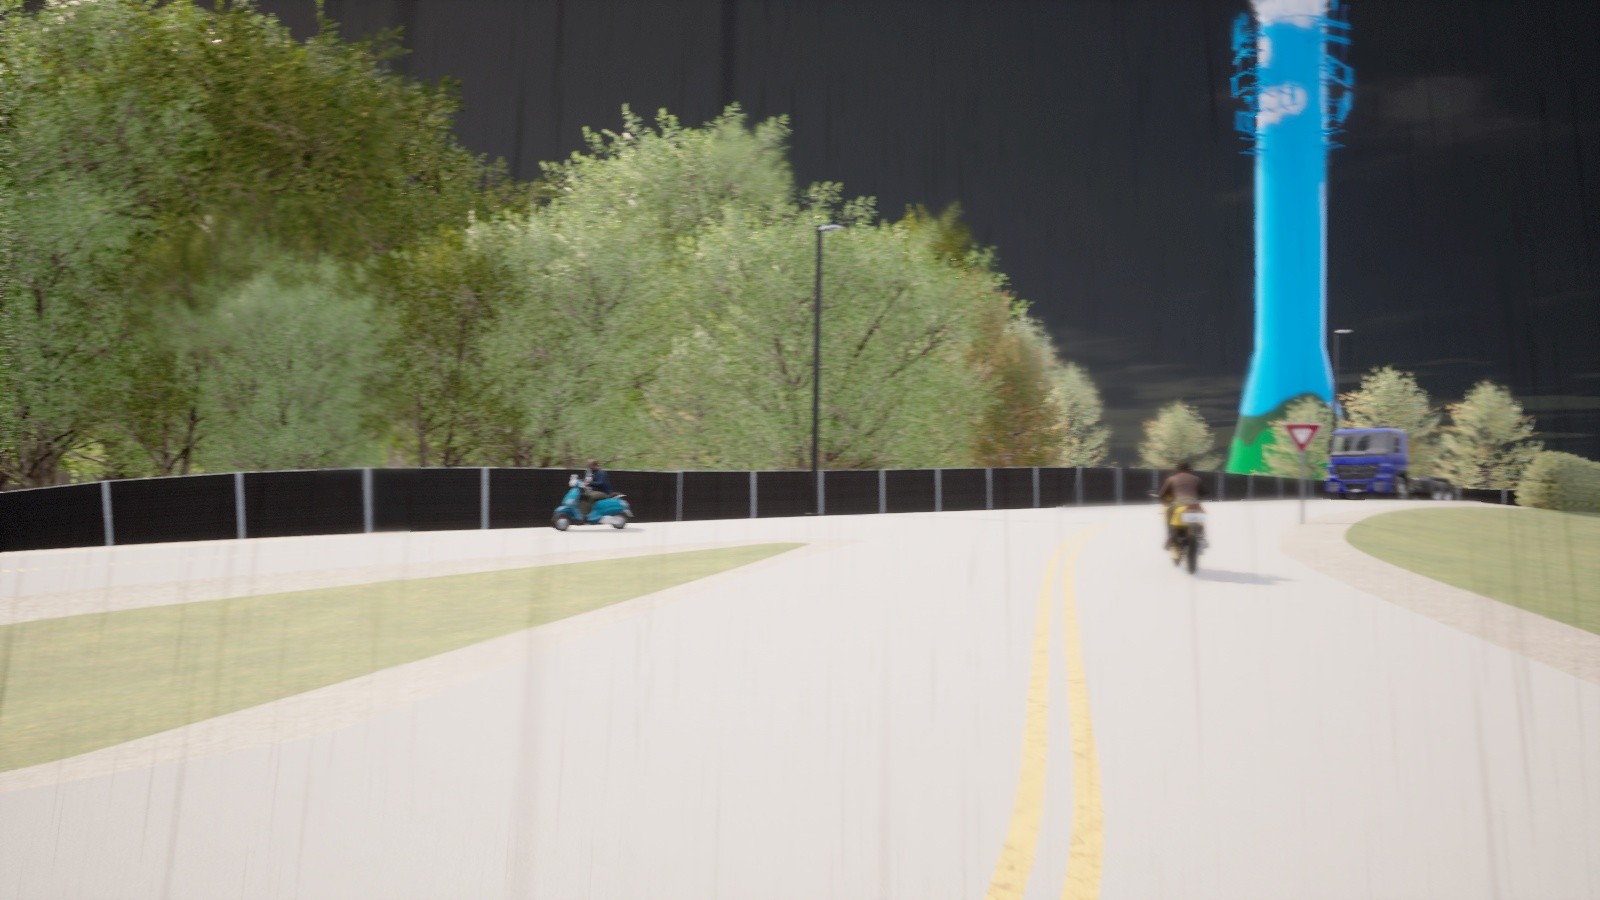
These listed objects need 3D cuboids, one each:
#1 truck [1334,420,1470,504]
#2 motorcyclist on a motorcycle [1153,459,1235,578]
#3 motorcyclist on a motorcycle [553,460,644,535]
[{"bbox_3d":[28.438,0.694,59.170,7.936,3.462,2.891,5,-4,-41],"label":"truck"},{"bbox_3d":[5.346,0.883,17.157,0.797,1.523,2.044,0,-1,9],"label":"motorcyclist on a motorcycle"},{"bbox_3d":[-4.489,1.028,28.002,1.817,1.590,0.866,0,1,-27],"label":"motorcyclist on a motorcycle"}]
